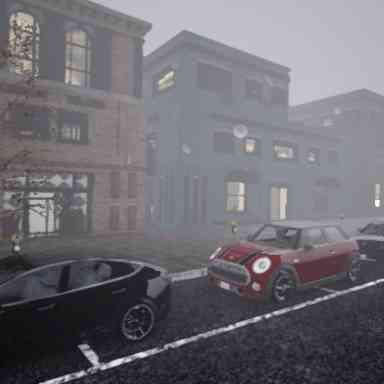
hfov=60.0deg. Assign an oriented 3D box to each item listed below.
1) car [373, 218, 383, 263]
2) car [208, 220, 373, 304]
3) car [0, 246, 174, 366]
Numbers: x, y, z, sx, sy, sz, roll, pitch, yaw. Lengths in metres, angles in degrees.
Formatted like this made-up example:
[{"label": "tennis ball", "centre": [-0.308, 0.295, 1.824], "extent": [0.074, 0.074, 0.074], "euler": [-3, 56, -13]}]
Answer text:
[{"label": "car", "centre": [6.974, 1.609, 11.486], "extent": [4.313, 1.339, 1.947], "euler": [0, 1, -35]}, {"label": "car", "centre": [2.338, 1.464, 8.193], "extent": [4.097, 1.590, 1.967], "euler": [0, 1, -35]}, {"label": "car", "centre": [-2.301, 1.570, 4.904], "extent": [4.313, 1.339, 1.947], "euler": [0, 1, -35]}]
